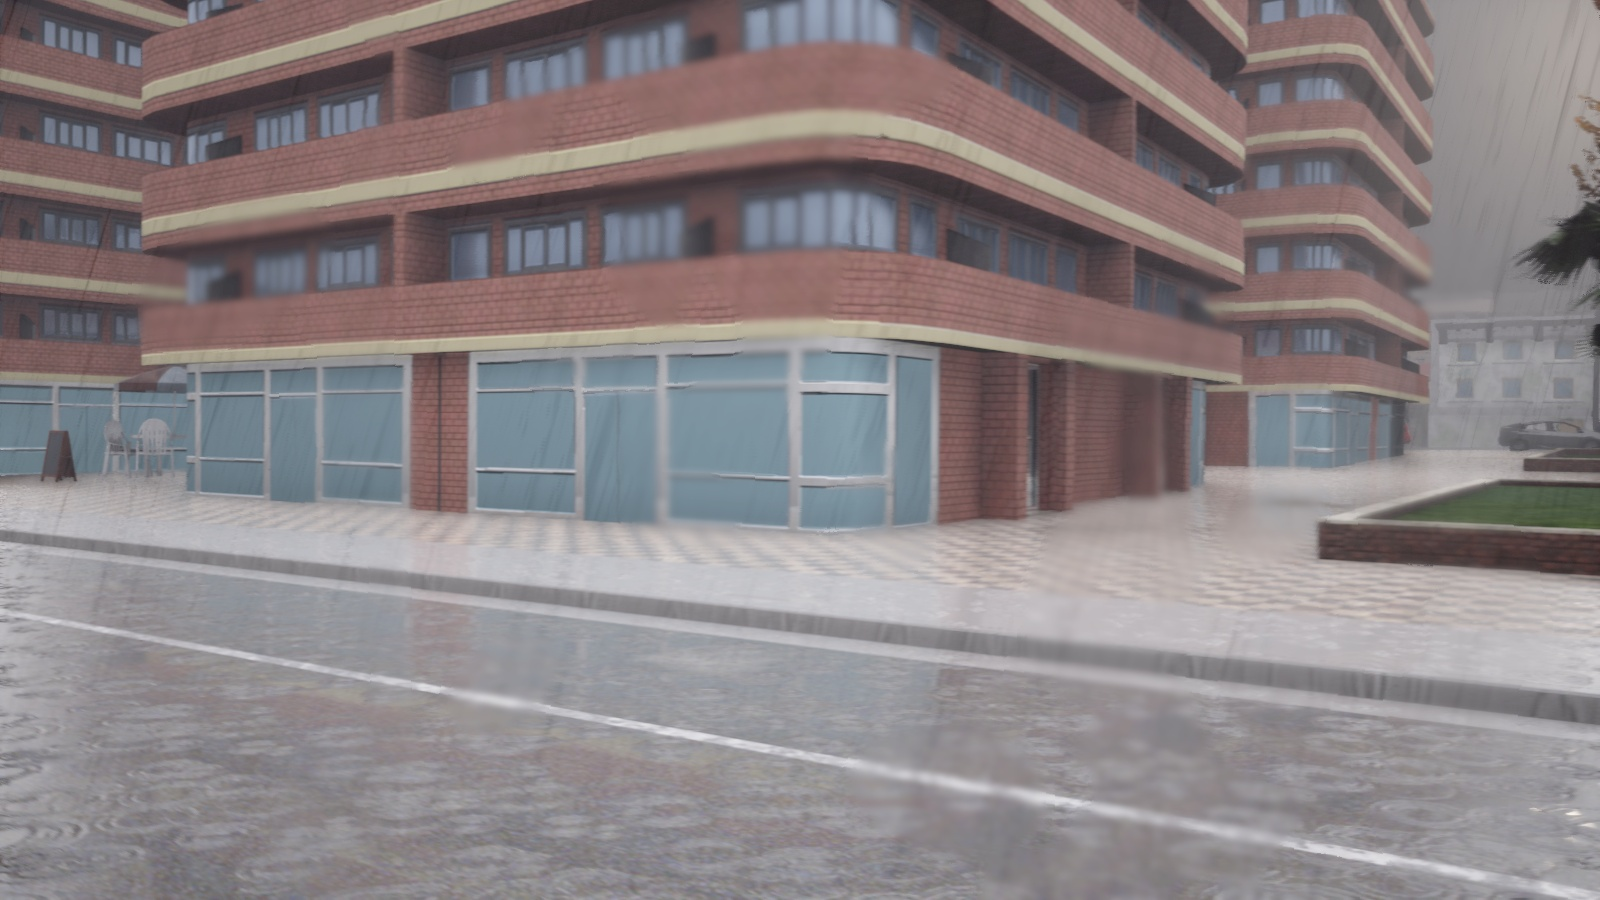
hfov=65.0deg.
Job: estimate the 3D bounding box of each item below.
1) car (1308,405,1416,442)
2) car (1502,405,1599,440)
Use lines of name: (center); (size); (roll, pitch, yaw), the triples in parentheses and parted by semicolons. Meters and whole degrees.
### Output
car: (33.663, -1.554, 75.254); (5.566, 2.045, 2.150); (-1, 0, 34)
car: (34.867, -1.242, 57.604); (4.514, 1.525, 2.007); (0, 1, 34)
